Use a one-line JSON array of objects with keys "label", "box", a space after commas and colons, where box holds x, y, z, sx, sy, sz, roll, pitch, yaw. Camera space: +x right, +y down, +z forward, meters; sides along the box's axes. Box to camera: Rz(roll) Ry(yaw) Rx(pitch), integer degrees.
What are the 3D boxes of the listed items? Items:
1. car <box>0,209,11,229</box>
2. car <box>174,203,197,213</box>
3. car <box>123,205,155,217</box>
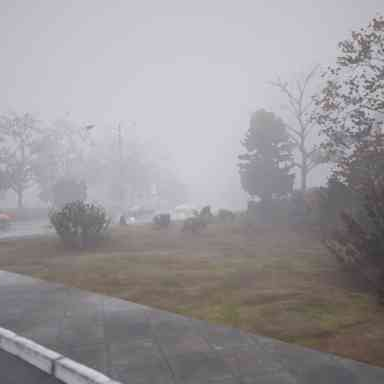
[{"label": "car", "box": [-16.907, 2.162, 26.071, 2.097, 1.767, 4.553, -3, -2, 33]}, {"label": "car", "box": [-0.945, 2.460, 51.105, 1.812, 1.442, 4.674, -3, -2, 32]}, {"label": "car", "box": [-6.624, 2.392, 42.087, 1.812, 1.442, 4.674, -3, -2, 32]}]
